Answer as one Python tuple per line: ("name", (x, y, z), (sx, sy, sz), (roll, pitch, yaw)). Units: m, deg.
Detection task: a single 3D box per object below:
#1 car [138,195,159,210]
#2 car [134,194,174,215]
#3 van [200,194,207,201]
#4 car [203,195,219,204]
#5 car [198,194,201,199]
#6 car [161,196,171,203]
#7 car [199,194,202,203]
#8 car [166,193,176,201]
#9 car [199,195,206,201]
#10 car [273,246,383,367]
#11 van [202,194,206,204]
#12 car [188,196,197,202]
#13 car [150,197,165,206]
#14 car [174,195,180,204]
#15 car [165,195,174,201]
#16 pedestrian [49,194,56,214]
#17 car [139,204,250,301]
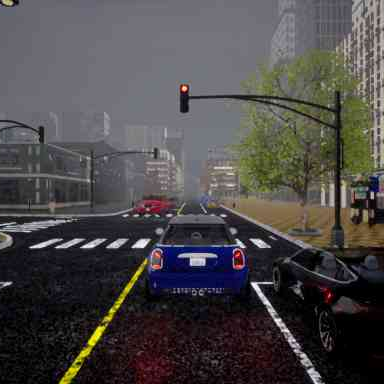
("car", (-5.637, 1.318, 43.831), (2.192, 1.841, 5.009), (0, 0, 0))
("car", (-3.583, 1.225, 32.411), (2.150, 2.045, 5.566), (0, 0, 7))
("van", (2.787, 1.349, 82.681), (1.690, 1.788, 3.998), (0, 0, 0))
("car", (2.742, 1.528, 43.994), (1.752, 1.417, 4.829), (0, 0, 0))
("car", (2.773, 1.572, 71.579), (1.947, 1.339, 4.313), (0, 0, 0))
("car", (-5.608, 1.532, 71.416), (1.752, 1.417, 4.829), (0, 0, 0))
("car", (2.760, 1.556, 60.477), (2.008, 1.369, 4.403), (0, 0, 0))
("car", (-5.588, 1.324, 88.239), (2.192, 1.841, 5.009), (0, 0, 0))
("car", (2.792, 1.534, 88.402), (1.752, 1.417, 4.829), (0, 0, 0))
("car", (2.700, 1.566, 5.795), (1.947, 1.339, 4.313), (0, 0, 0))
("van", (2.749, 1.345, 49.375), (1.690, 1.788, 3.998), (0, 0, 0))
("car", (0.089, 1.548, 79.296), (2.033, 1.411, 5.357), (0, 0, 0))
("car", (-5.626, 1.555, 54.933), (2.008, 1.369, 4.403), (0, 0, 0))
("car", (-3.043, 1.529, 45.998), (1.812, 1.442, 4.674), (0, 0, 0))
("car", (-5.595, 1.559, 82.688), (2.008, 1.369, 4.403), (0, 0, 0))
("pedestrian", (-12.716, 1.039, 30.292), (0.375, 1.860, 0.375), (0, -1, -1))
("car", (0.110, 1.353, 8.462), (2.097, 1.767, 4.553), (0, 0, 0))
